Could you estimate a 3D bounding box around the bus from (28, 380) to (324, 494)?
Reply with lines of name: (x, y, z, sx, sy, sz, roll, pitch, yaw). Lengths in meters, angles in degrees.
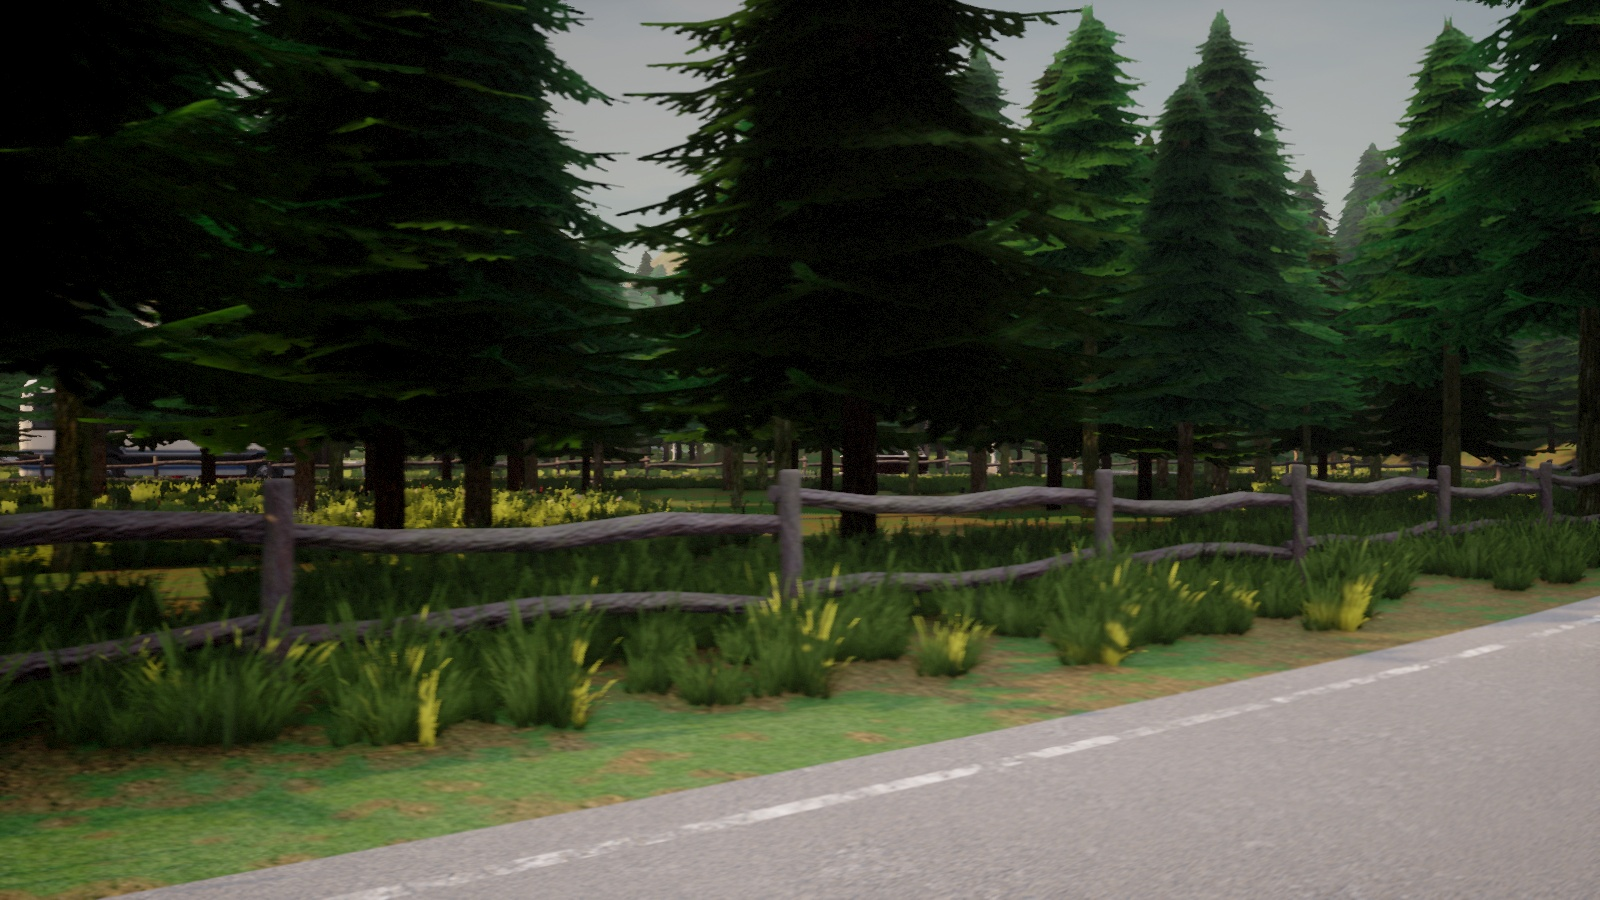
bus: (-24.705, -0.475, 50.415, 10.273, 4.253, 3.944, 0, 0, -23)

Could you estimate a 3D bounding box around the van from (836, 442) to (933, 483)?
van: (4.298, 0.603, 63.765, 4.480, 2.038, 2.069, 0, 0, -25)

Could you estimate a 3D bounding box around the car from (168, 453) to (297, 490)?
car: (-24.509, 0.889, 54.370, 5.008, 1.535, 1.882, 0, 0, -24)
